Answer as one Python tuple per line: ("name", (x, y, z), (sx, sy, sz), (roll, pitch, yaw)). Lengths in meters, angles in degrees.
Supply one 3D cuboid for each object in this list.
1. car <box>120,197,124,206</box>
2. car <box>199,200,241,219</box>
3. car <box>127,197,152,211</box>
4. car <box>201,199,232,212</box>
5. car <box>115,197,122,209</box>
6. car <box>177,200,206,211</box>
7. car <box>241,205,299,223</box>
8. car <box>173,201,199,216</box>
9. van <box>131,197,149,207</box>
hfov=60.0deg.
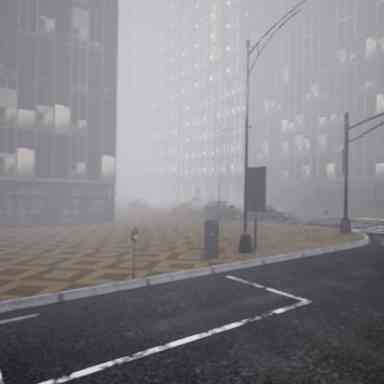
("car", (-16.352, 2.009, 72.046), (2.192, 1.841, 5.009), (0, -1, -35))
("car", (2.834, 1.558, 29.983), (1.967, 1.590, 4.097), (1, -1, -35))
("car", (-6.936, 1.721, 43.956), (1.967, 1.590, 4.097), (1, -1, -35))
("car", (3.189, 1.807, 44.099), (1.967, 1.590, 4.097), (0, -1, -35))
("car", (-13.449, 1.941, 53.270), (2.008, 1.369, 4.403), (1, -1, -35))
("car", (-0.165, 1.949, 48.895), (1.752, 1.417, 4.829), (0, -1, -35))
("car", (6.091, 1.646, 25.323), (1.802, 1.307, 4.206), (1, -1, -35))
("car", (-0.325, 1.696, 34.500), (1.752, 1.417, 4.829), (1, -1, -35))
("van", (-9.838, 1.926, 62.731), (1.690, 1.788, 3.998), (0, -1, -35))
